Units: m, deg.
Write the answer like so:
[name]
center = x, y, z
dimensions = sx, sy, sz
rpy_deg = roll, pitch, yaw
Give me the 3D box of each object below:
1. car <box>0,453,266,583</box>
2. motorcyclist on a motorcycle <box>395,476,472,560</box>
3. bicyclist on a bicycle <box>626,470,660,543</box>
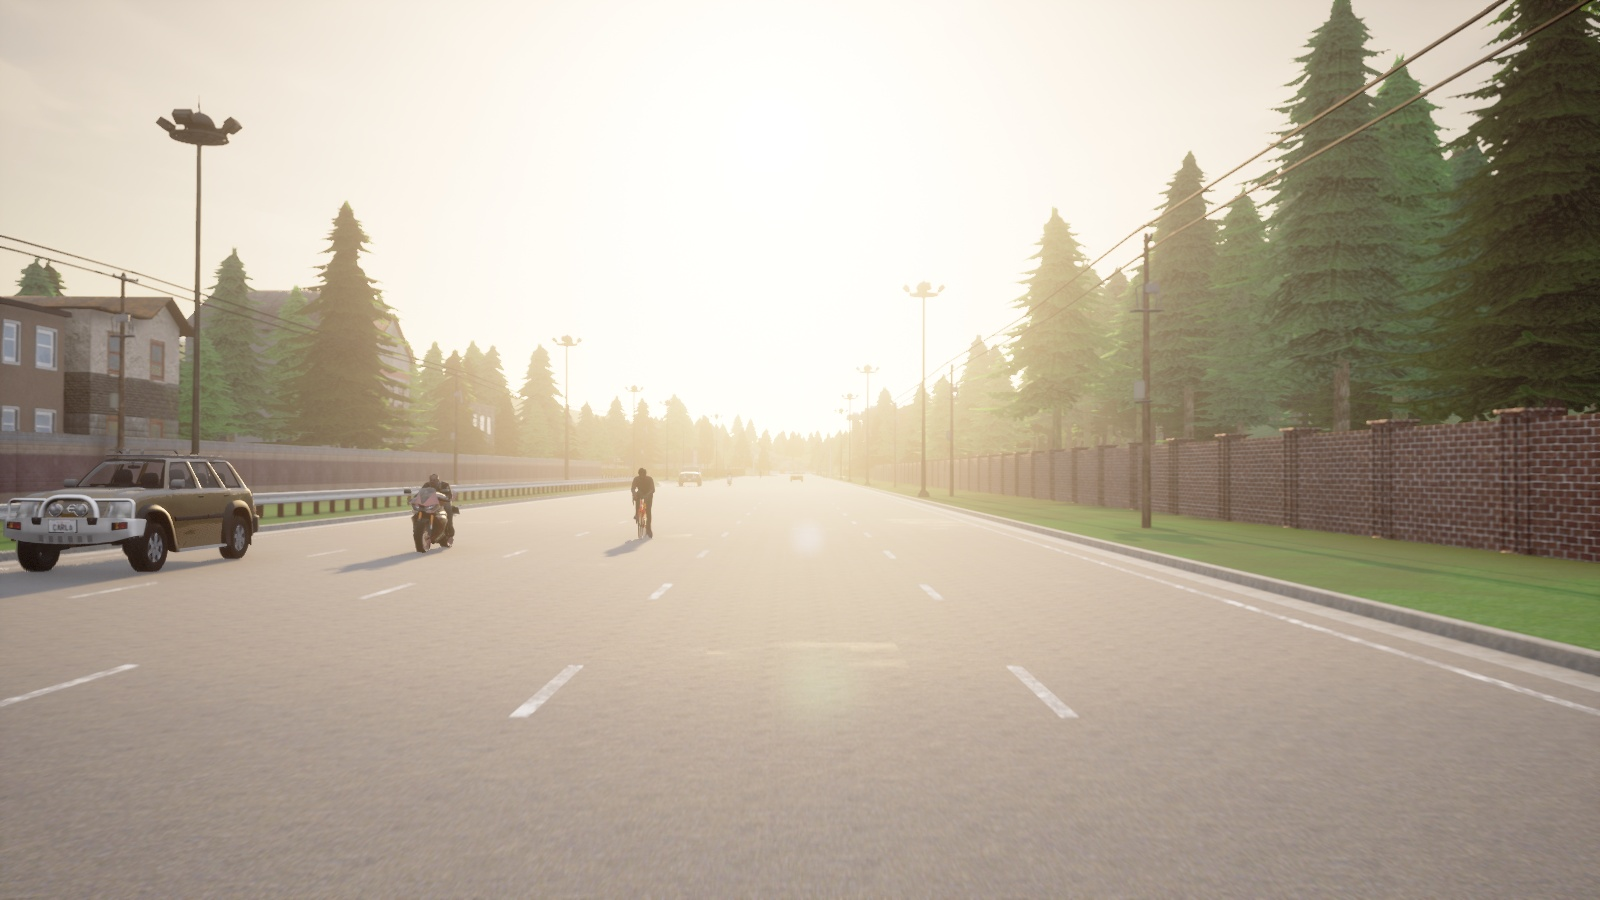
[car]
center = -10.550, 1.012, 20.234
dimensions = 1.932, 1.855, 4.605
rpy_deg = 0, -1, 0
[motorcyclist on a motorcycle]
center = -7.059, 1.285, 24.318
dimensions = 0.866, 1.530, 2.191
rpy_deg = 0, -1, 0
[bicyclist on a bicycle]
center = -3.569, 1.261, 28.633
dimensions = 0.582, 1.620, 1.656
rpy_deg = 0, -1, 0
